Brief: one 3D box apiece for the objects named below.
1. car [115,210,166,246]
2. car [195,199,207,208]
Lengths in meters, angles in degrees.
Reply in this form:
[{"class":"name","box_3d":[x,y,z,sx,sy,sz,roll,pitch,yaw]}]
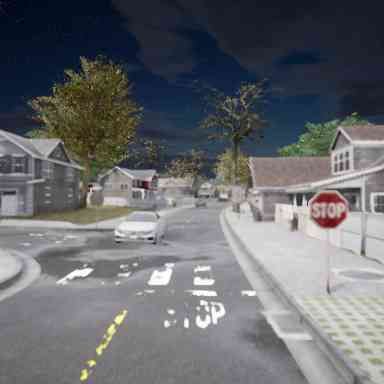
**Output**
[{"class":"car","box_3d":[-2.363,1.653,16.242,1.812,1.442,4.674,2,-1,2]},{"class":"car","box_3d":[1.624,2.057,59.605,1.837,1.490,4.892,0,-1,9]}]
